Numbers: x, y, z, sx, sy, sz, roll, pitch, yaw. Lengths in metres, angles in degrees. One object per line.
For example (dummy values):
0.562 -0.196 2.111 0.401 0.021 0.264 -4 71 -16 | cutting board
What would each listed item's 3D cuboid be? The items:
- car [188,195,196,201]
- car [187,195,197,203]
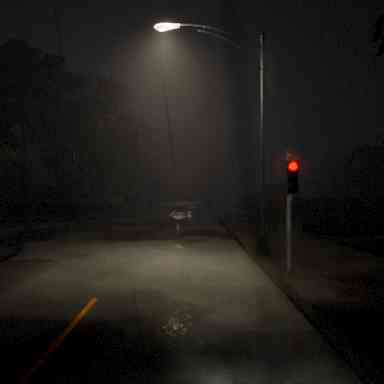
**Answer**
-0.074 1.279 77.822 1.895 1.301 4.718 0 0 0 | car
-0.065 1.396 67.789 1.812 1.442 4.674 0 0 0 | car
